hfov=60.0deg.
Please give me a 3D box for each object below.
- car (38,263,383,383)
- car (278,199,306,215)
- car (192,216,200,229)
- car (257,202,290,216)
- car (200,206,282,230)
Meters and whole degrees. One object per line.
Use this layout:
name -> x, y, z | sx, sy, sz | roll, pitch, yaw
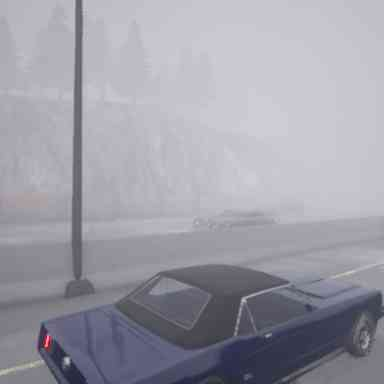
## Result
car -> 0.669, 1.670, 4.457 | 4.718, 1.301, 1.895 | 1, -1, -37
car -> 11.809, 1.863, 41.024 | 5.566, 2.045, 2.150 | 1, -1, -40
car -> 2.149, 1.881, 23.887 | 4.674, 1.442, 1.812 | 1, -1, -40
car -> 6.914, 1.990, 32.401 | 4.902, 1.511, 2.128 | 1, -1, -40
car -> 3.063, 1.811, 20.095 | 4.892, 1.490, 1.837 | 2, -1, -40
